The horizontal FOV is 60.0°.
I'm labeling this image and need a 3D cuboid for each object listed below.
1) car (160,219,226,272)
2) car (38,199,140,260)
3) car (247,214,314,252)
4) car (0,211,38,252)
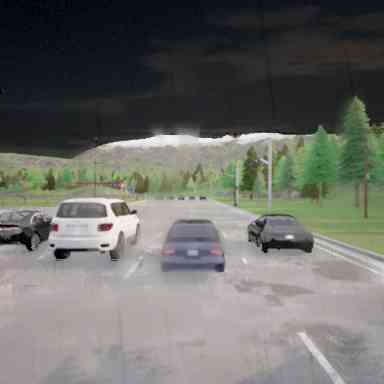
[{"bbox_3d":[0.042,1.583,10.874,2.033,1.411,5.357,0,0,1],"label":"car"},{"bbox_3d":[-3.441,1.261,12.726,2.150,2.045,5.566,0,-1,0],"label":"car"},{"bbox_3d":[3.567,1.609,14.078,1.994,1.385,4.181,0,0,0],"label":"car"},{"bbox_3d":[-6.933,1.538,14.214,2.128,1.511,4.902,0,0,0],"label":"car"}]
